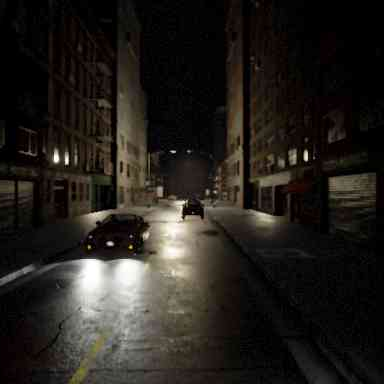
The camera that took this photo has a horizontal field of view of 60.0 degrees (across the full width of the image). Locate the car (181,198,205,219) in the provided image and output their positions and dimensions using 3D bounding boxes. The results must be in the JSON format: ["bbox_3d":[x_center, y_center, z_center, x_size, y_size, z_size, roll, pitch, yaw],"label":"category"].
[{"bbox_3d":[0.088,1.506,29.483,2.128,1.511,4.902,0,-1,0],"label":"car"}]

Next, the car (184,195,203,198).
[{"bbox_3d":[0.085,1.547,43.850,1.837,1.490,4.892,0,0,0],"label":"car"}]

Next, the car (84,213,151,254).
[{"bbox_3d":[-2.791,1.566,13.306,1.994,1.385,4.181,0,0,0],"label":"car"}]

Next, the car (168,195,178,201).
[{"bbox_3d":[-5.732,1.631,93.635,1.967,1.590,4.097,0,0,0],"label":"car"}]
